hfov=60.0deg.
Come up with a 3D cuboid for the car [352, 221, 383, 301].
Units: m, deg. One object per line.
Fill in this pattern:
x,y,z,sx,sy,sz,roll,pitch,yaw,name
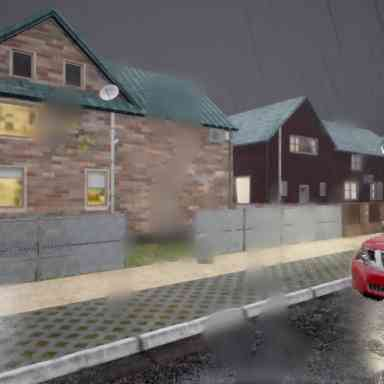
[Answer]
5.767,1.222,7.207,5.566,2.045,2.150,0,0,-36,car
